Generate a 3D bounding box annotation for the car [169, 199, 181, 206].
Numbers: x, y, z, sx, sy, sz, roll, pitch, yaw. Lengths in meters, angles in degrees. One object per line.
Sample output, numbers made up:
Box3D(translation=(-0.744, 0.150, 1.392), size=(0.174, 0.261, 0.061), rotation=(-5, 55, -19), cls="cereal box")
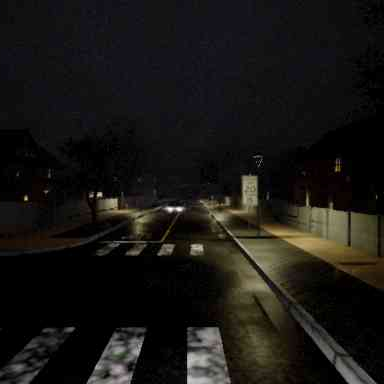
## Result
Box3D(translation=(-2.749, 1.739, 55.222), size=(1.895, 1.301, 4.718), rotation=(0, 0, 0), cls="car")
